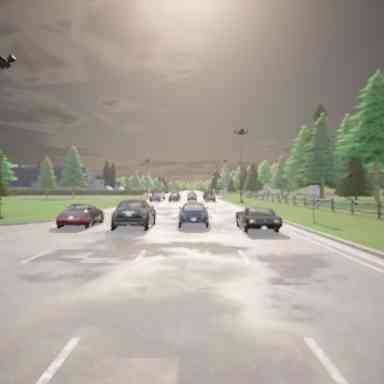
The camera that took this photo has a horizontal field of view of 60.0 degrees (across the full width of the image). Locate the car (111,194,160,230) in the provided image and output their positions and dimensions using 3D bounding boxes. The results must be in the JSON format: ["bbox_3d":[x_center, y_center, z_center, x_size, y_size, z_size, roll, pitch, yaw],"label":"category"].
[{"bbox_3d":[-3.397,1.221,20.052,2.097,1.767,4.553,0,0,0],"label":"car"}]

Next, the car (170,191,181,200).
[{"bbox_3d":[-3.492,0.715,72.114,2.097,1.767,4.553,0,0,0],"label":"car"}]

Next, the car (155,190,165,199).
[{"bbox_3d":[-6.992,0.585,72.177,2.150,2.045,5.566,0,0,0],"label":"car"}]

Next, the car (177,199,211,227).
[{"bbox_3d":[0.103,1.386,21.390,1.812,1.442,4.674,0,0,0],"label":"car"}]

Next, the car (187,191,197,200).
[{"bbox_3d":[0.008,0.715,72.126,2.097,1.767,4.553,0,0,0],"label":"car"}]

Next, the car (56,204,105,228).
[{"bbox_3d":[-6.896,1.428,20.945,1.994,1.385,4.181,0,0,0],"label":"car"}]

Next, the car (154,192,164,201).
[{"bbox_3d":[-6.993,1.157,62.849,1.994,1.385,4.181,0,0,0],"label":"car"}]

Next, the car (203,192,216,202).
[{"bbox_3d":[3.507,1.145,62.046,2.033,1.411,5.357,0,0,0],"label":"car"}]

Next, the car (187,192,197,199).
[{"bbox_3d":[0.007,1.116,63.199,1.812,1.442,4.674,0,0,0],"label":"car"}]

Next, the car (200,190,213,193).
[{"bbox_3d":[3.508,0.585,72.168,2.150,2.045,5.566,0,0,0],"label":"car"}]

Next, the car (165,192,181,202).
[{"bbox_3d":[-3.493,1.082,63.192,2.128,1.511,4.902,0,0,0],"label":"car"}]

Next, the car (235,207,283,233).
[{"bbox_3d":[3.603,1.478,18.806,1.895,1.301,4.718,0,0,0],"label":"car"}]
